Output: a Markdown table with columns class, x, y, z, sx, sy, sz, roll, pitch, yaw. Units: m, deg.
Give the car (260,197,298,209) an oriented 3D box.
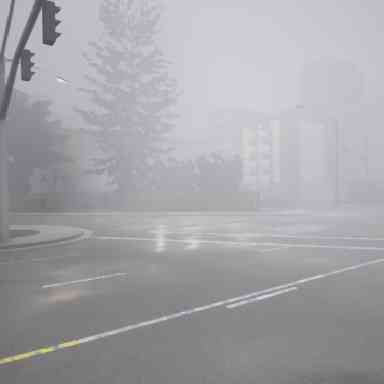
| class | x | y | z | sx | sy | sz | roll | pitch | yaw |
| --- | --- | --- | --- | --- | --- | --- | --- | --- | --- |
| car | 9.547 | 1.193 | 37.665 | 1.895 | 1.301 | 4.718 | -1 | 1 | -35 |
